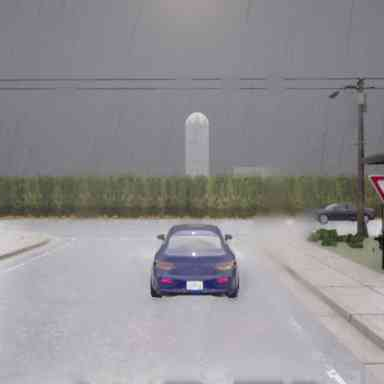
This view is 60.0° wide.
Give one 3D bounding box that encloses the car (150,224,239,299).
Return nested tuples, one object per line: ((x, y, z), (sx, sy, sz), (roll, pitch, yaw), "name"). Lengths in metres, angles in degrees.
((0.068, 1.525, 8.331), (1.812, 1.442, 4.674), (0, 0, 0), "car")

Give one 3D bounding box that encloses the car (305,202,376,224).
((10.844, 1.529, 24.483), (4.892, 1.490, 1.837), (0, 0, 1), "car")
